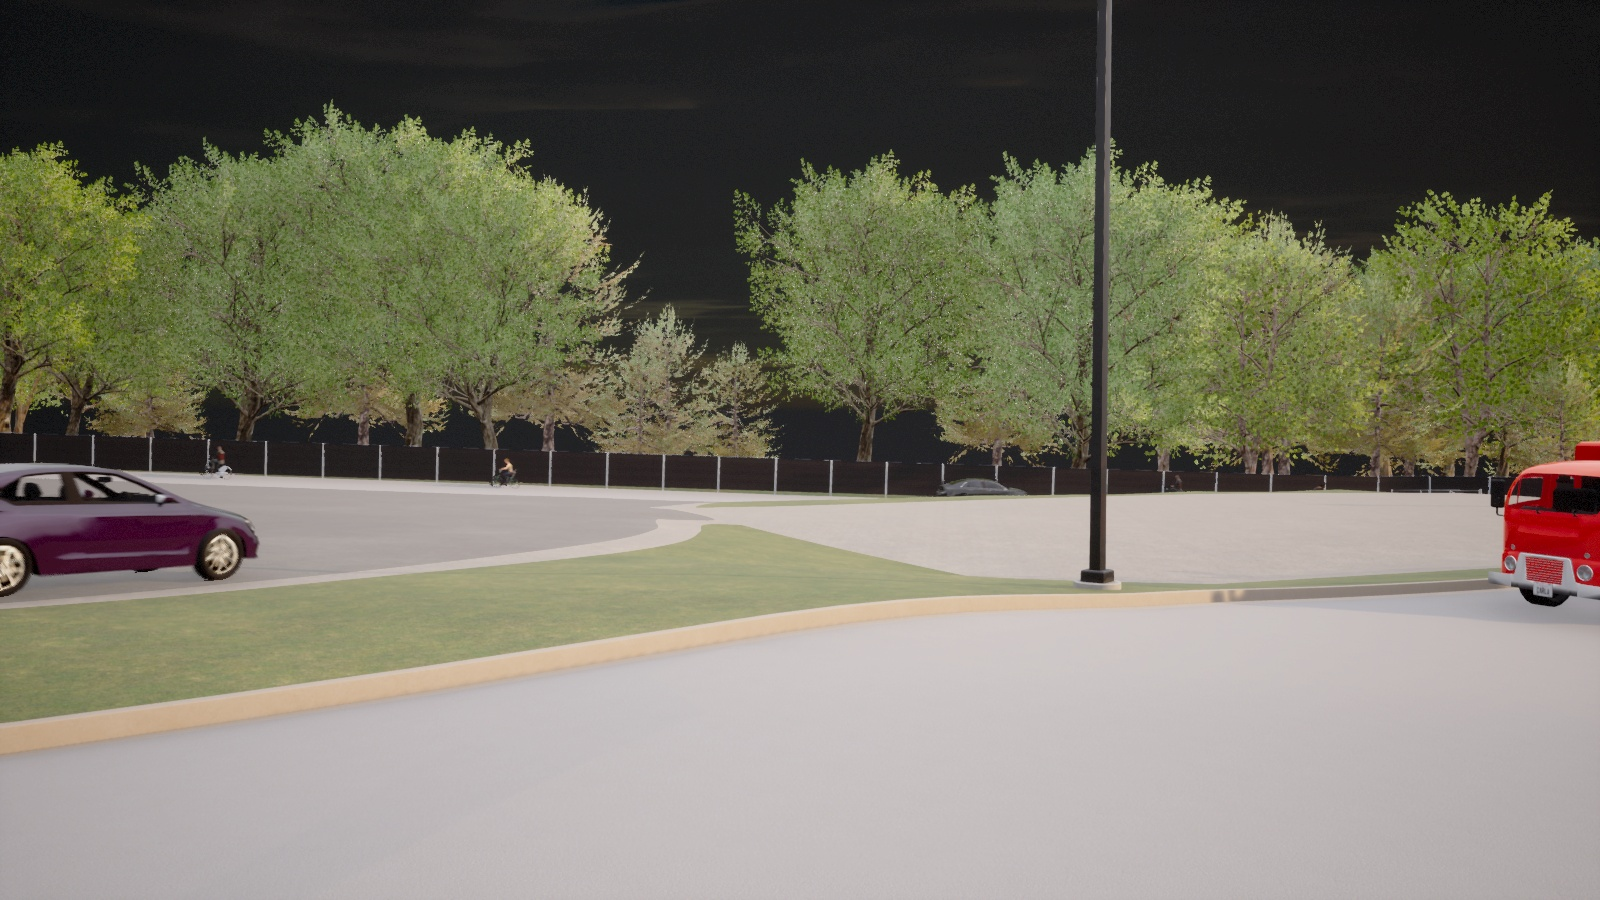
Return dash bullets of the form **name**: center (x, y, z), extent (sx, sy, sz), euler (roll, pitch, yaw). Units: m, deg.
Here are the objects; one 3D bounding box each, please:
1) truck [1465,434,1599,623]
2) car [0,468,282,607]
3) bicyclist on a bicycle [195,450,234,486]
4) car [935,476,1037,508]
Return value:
- **truck**: center (12.805, 1.015, 18.327), extent (5.204, 2.467, 2.627), euler (-1, 2, -20)
- **car**: center (-8.764, 0.981, 15.444), extent (1.816, 1.474, 4.193), euler (1, 0, 28)
- **bicyclist on a bicycle**: center (-30.496, 0.908, 65.412), extent (1.843, 1.776, 0.659), euler (2, 2, 14)
- **car**: center (9.645, 2.176, 65.349), extent (4.892, 1.490, 1.837), euler (1, 2, -7)
